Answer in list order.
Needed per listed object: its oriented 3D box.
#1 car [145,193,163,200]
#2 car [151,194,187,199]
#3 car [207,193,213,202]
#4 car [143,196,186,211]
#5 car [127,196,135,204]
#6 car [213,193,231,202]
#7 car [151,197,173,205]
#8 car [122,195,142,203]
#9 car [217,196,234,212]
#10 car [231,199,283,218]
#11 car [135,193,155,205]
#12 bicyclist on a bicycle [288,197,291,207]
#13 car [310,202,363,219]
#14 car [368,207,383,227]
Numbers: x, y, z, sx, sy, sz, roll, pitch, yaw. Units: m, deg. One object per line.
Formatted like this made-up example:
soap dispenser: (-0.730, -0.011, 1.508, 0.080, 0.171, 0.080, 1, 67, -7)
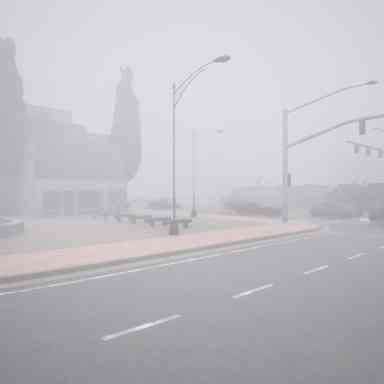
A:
car: (-10.040, 1.153, 88.044, 4.605, 1.855, 1.932, 0, 0, -42)
car: (-3.358, 1.477, 47.113, 1.882, 1.535, 5.008, 0, 0, -40)
car: (4.940, 1.156, 71.231, 3.866, 1.878, 1.905, 0, 0, -42)
car: (-3.514, 1.548, 41.877, 2.033, 1.411, 5.357, 0, 0, -40)
car: (-11.432, 1.547, 51.267, 2.033, 1.411, 5.357, 0, 0, -40)
car: (6.859, 1.395, 69.063, 3.806, 1.475, 1.970, 0, 0, -42)
car: (-5.597, 1.564, 60.886, 1.994, 1.385, 4.181, 0, 0, -40)
car: (-12.528, 1.478, 69.004, 1.882, 1.535, 5.008, 0, 0, -40)
car: (5.484, 1.492, 36.669, 2.128, 1.511, 4.902, 0, 0, -40)
car: (6.196, 1.601, 30.413, 1.895, 1.301, 4.718, 0, 0, -40)
car: (-9.156, 1.491, 59.667, 2.128, 1.511, 4.902, 0, 0, -40)
bicyclist on a bicycle: (12.886, 1.261, 44.843, 1.656, 1.620, 0.582, -7, 4, -40)
car: (12.455, 1.564, 28.860, 1.994, 1.385, 4.181, 0, 0, -44)
car: (14.030, 1.478, 21.167, 1.882, 1.535, 5.008, 0, 0, -40)
